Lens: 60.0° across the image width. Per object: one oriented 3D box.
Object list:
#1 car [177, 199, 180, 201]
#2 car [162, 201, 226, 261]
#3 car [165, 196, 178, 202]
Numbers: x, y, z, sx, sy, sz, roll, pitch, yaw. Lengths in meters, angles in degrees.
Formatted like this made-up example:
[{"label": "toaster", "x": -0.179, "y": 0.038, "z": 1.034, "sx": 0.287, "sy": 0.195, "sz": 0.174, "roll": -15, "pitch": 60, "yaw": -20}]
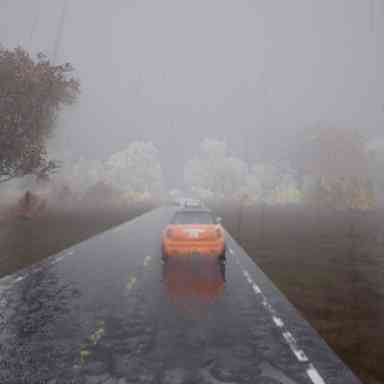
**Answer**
[{"label": "car", "x": 0.081, "y": 1.536, "z": 27.872, "sx": 2.128, "sy": 1.511, "sz": 4.902, "roll": 0, "pitch": 0, "yaw": 0}, {"label": "car", "x": 0.074, "y": 1.373, "z": 12.591, "sx": 2.097, "sy": 1.767, "sz": 4.553, "roll": 0, "pitch": 0, "yaw": 0}, {"label": "car", "x": -3.053, "y": 1.420, "z": 52.387, "sx": 2.097, "sy": 1.767, "sz": 4.553, "roll": 0, "pitch": 0, "yaw": 0}]
